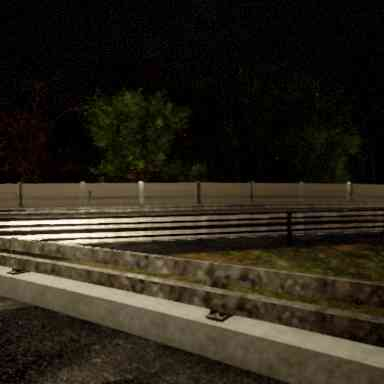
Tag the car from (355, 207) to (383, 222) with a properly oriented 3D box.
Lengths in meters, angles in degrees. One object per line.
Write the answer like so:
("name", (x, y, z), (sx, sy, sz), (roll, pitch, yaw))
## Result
("car", (12.753, 1.552, 20.963), (4.718, 1.301, 1.895), (0, 0, -14))
